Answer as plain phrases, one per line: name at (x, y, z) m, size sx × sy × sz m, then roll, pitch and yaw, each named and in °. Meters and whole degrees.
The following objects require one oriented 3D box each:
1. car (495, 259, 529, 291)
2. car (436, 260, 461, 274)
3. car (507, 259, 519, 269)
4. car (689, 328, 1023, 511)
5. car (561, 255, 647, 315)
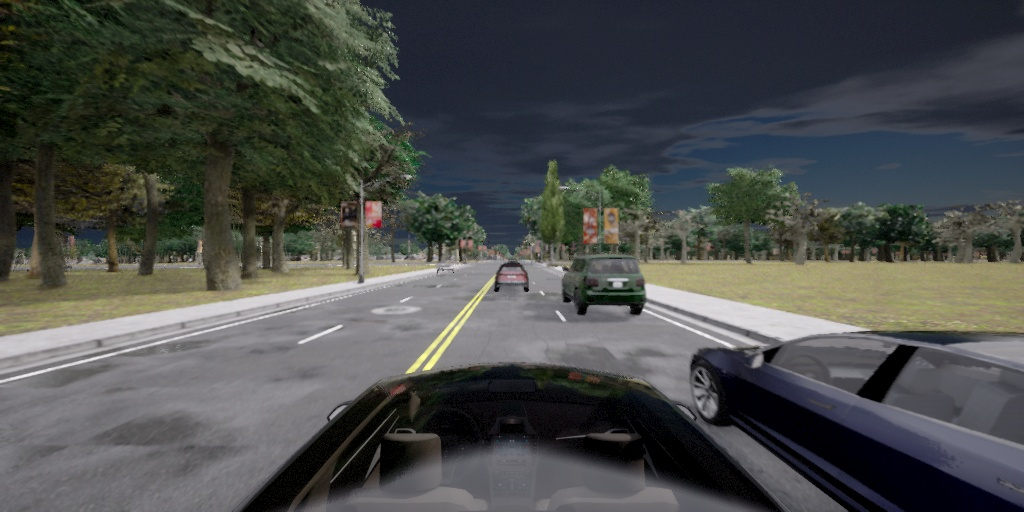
car at (-0.014, 1.188, 21.888) m, size 2.033 × 1.649 × 4.856 m, roll 0°, pitch 0°, yaw 0°
car at (-6.497, 1.017, 36.779) m, size 1.895 × 1.301 × 4.718 m, roll 0°, pitch 0°, yaw 0°
car at (0.105, 1.293, 58.562) m, size 1.837 × 1.490 × 4.892 m, roll 0°, pitch -1°, yaw 0°
car at (3.250, 1.254, 2.700) m, size 2.163 × 1.488 × 4.792 m, roll 0°, pitch 0°, yaw 0°
car at (3.251, 0.974, 13.701) m, size 2.150 × 2.045 × 5.566 m, roll 0°, pitch 0°, yaw 0°
